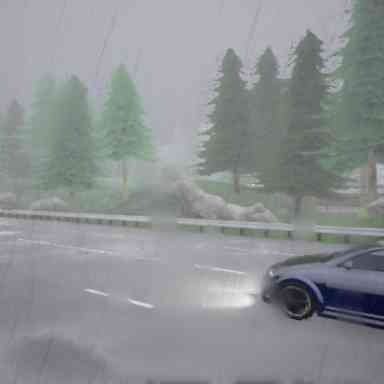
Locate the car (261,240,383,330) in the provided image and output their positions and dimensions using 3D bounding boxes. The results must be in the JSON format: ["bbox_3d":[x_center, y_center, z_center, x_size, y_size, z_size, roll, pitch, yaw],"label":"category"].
[{"bbox_3d":[3.373,1.567,5.885,4.181,1.385,1.994,0,0,35],"label":"car"}]
